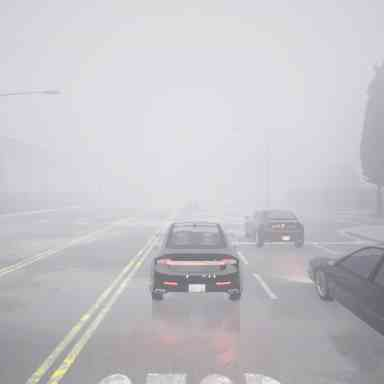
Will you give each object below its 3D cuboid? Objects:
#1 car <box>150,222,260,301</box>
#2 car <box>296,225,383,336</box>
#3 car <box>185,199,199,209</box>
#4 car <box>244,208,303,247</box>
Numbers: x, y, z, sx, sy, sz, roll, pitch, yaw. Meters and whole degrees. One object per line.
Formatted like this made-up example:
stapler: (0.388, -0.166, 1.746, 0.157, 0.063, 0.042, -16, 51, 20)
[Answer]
car: (0.081, 1.492, 8.334, 2.128, 1.511, 4.902, 0, 0, 0)
car: (3.588, 1.547, 5.288, 2.033, 1.411, 5.357, 0, 0, 0)
car: (0.001, 1.601, 44.150, 1.895, 1.301, 4.718, 0, 0, 0)
car: (3.565, 1.505, 15.035, 1.837, 1.490, 4.892, 0, 0, 0)
